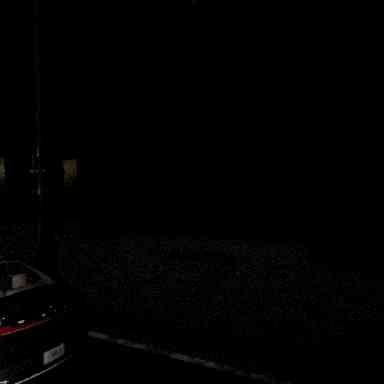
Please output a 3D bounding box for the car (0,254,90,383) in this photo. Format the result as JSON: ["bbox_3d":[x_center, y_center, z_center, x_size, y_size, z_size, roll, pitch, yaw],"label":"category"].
[{"bbox_3d":[-3.430,1.567,4.697,4.403,1.369,2.008,-1,0,28],"label":"car"}]
